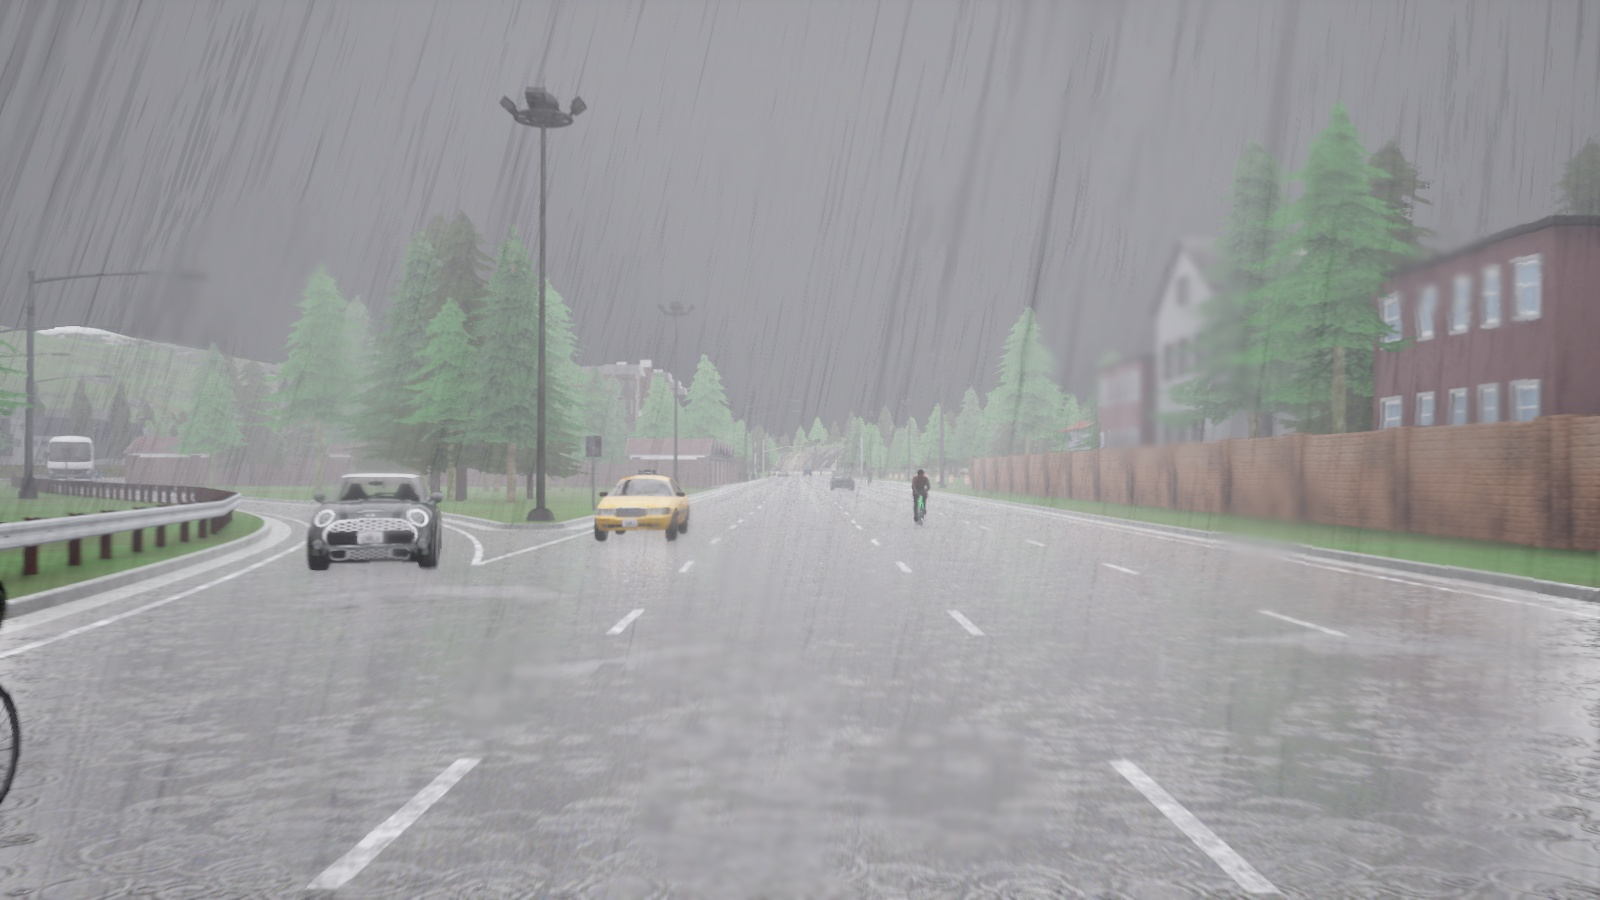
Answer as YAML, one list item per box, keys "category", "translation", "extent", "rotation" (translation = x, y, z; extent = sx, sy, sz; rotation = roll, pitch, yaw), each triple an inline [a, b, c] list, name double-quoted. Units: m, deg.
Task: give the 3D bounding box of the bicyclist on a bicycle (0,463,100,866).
- category: "bicyclist on a bicycle"
  translation: [-3.512, 0.864, 4.952]
  extent: [0.582, 1.620, 1.656]
  rotation: [0, 0, 0]

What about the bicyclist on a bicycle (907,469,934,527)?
- category: "bicyclist on a bicycle"
  translation: [3.417, 1.350, 35.743]
  extent: [0.582, 1.620, 1.656]
  rotation: [0, 0, 0]

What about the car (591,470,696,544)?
- category: "car"
  translation: [-3.573, 1.261, 29.567]
  extent: [1.801, 1.575, 5.366]
  rotation: [0, -1, 0]

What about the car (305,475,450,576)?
- category: "car"
  translation: [-6.827, 1.152, 20.667]
  extent: [1.970, 1.475, 3.806]
  rotation: [0, -1, -14]
